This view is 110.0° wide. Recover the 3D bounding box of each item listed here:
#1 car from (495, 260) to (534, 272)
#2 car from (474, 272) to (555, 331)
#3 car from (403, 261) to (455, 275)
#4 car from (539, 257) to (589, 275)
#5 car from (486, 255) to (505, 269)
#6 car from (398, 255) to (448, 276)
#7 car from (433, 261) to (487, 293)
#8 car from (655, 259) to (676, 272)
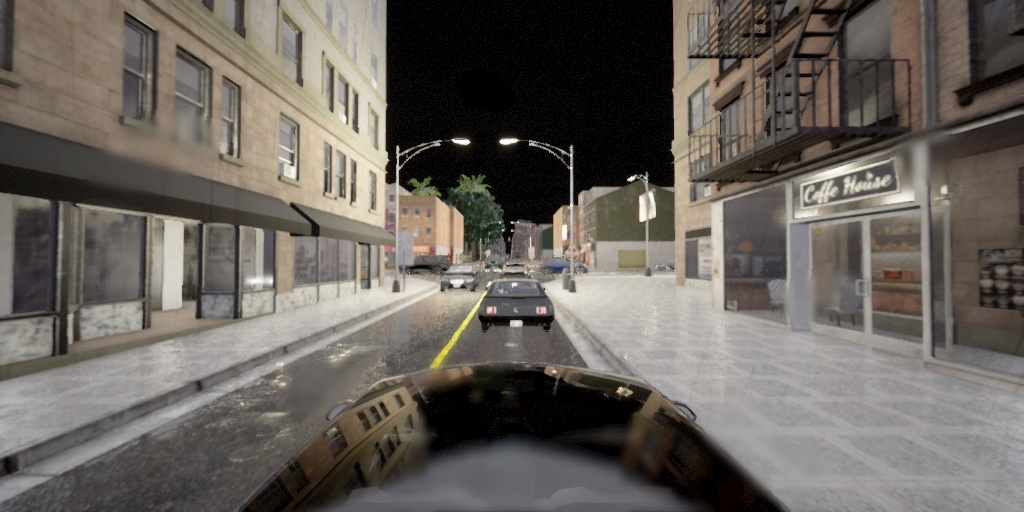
[{"bbox_3d":[0.238,1.213,21.298,1.837,1.490,4.892,0,0,3],"label":"car"},{"bbox_3d":[0.102,1.335,10.866,1.895,1.301,4.718,0,0,0],"label":"car"},{"bbox_3d":[-9.230,1.349,40.188,5.357,1.411,2.033,-1,-1,0],"label":"car"},{"bbox_3d":[4.828,0.912,33.655,4.553,1.767,2.097,-1,-1,0],"label":"car"},{"bbox_3d":[-2.576,0.830,52.561,2.150,2.045,5.566,0,0,2],"label":"car"},{"bbox_3d":[-9.077,0.977,36.960,5.566,2.045,2.150,0,-1,0],"label":"car"},{"bbox_3d":[-2.787,1.209,20.278,2.128,1.511,4.902,0,0,-1],"label":"car"},{"bbox_3d":[18.798,1.009,40.476,4.902,1.511,2.128,-1,-1,-1],"label":"car"}]
